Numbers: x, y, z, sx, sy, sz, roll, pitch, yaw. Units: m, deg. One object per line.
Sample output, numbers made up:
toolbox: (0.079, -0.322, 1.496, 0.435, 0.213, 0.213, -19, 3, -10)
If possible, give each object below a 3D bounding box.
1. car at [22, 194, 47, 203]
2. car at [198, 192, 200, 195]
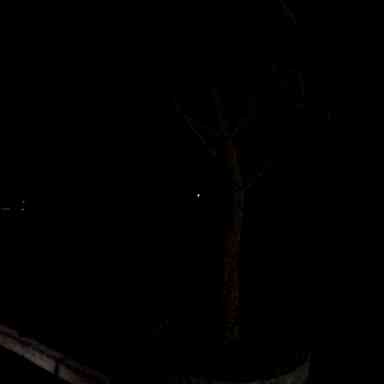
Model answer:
car: (-19.507, 1.037, 41.449, 2.097, 1.767, 4.553, 1, 0, 32)
car: (2.790, 0.919, 69.980, 2.150, 2.045, 5.566, 1, 0, 32)
